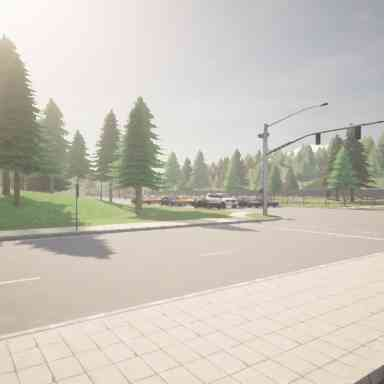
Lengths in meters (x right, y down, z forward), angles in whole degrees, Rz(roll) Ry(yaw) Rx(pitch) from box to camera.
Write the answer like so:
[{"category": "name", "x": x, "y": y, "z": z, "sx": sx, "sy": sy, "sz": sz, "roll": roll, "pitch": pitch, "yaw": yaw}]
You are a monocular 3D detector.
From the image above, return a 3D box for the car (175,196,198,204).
[{"category": "car", "x": -1.143, "y": 1.547, "z": 67.047, "sx": 2.033, "sy": 1.411, "sz": 5.357, "roll": 0, "pitch": 0, "yaw": -34}]

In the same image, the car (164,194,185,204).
[{"category": "car", "x": -3.404, "y": 1.352, "z": 64.131, "sx": 2.097, "sy": 1.767, "sz": 4.553, "roll": 0, "pitch": 0, "yaw": -35}]

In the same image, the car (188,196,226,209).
[{"category": "car", "x": 1.931, "y": 1.601, "z": 44.296, "sx": 1.895, "sy": 1.301, "sz": 4.718, "roll": 0, "pitch": 0, "yaw": -35}]

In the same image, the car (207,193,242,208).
[{"category": "car", "x": 4.118, "y": 1.221, "z": 47.285, "sx": 2.150, "sy": 2.045, "sz": 5.566, "roll": 0, "pitch": 0, "yaw": -34}]

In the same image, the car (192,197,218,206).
[{"category": "car", "x": 2.167, "y": 1.601, "z": 56.149, "sx": 1.895, "sy": 1.301, "sz": 4.718, "roll": 0, "pitch": 0, "yaw": -35}]

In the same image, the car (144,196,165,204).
[{"category": "car", "x": -7.156, "y": 1.478, "z": 63.376, "sx": 1.882, "sy": 1.535, "sz": 5.008, "roll": 0, "pitch": 0, "yaw": -35}]

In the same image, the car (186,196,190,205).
[{"category": "car", "x": -1.492, "y": 1.478, "z": 55.262, "sx": 1.882, "sy": 1.535, "sz": 5.008, "roll": 0, "pitch": 0, "yaw": -35}]

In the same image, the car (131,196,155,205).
[{"category": "car", "x": -9.290, "y": 1.547, "z": 60.302, "sx": 2.033, "sy": 1.411, "sz": 5.357, "roll": 0, "pitch": 0, "yaw": -36}]

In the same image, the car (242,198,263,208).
[{"category": "car", "x": 7.677, "y": 1.547, "z": 48.301, "sx": 2.033, "sy": 1.411, "sz": 5.357, "roll": 0, "pitch": 0, "yaw": -35}]

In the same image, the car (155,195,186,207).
[{"category": "car", "x": -3.424, "y": 1.505, "z": 51.919, "sx": 1.837, "sy": 1.490, "sz": 4.892, "roll": 0, "pitch": 0, "yaw": -35}]

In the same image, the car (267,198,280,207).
[{"category": "car", "x": 10.604, "y": 1.547, "z": 50.230, "sx": 2.033, "sy": 1.411, "sz": 5.357, "roll": 0, "pitch": 0, "yaw": -35}]
